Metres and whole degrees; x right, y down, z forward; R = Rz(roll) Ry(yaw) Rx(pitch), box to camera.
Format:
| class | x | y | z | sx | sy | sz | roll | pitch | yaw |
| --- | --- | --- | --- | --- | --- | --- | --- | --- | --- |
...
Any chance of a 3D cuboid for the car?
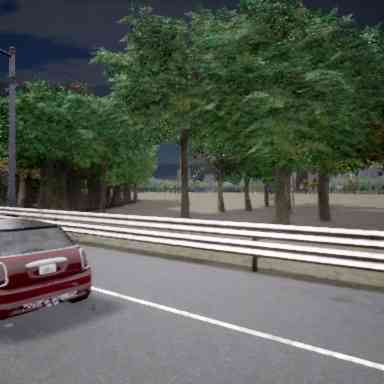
| class | x | y | z | sx | sy | sz | roll | pitch | yaw |
| --- | --- | --- | --- | --- | --- | --- | --- | --- | --- |
| car | -4.183 | 1.338 | 6.985 | 4.553 | 1.767 | 2.097 | 0 | 0 | 37 |
